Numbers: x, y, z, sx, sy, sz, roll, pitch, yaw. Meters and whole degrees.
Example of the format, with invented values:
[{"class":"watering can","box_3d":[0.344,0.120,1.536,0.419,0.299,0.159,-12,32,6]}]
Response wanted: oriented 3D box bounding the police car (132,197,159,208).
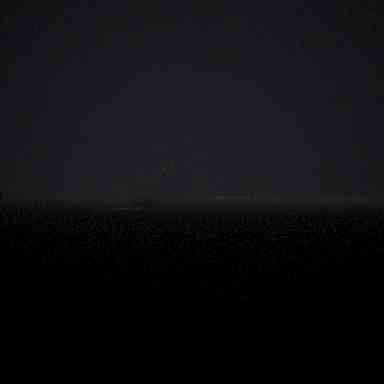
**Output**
[{"class":"police car","box_3d":[-7.381,1.684,52.829,1.930,1.638,5.238,0,-1,35]}]
